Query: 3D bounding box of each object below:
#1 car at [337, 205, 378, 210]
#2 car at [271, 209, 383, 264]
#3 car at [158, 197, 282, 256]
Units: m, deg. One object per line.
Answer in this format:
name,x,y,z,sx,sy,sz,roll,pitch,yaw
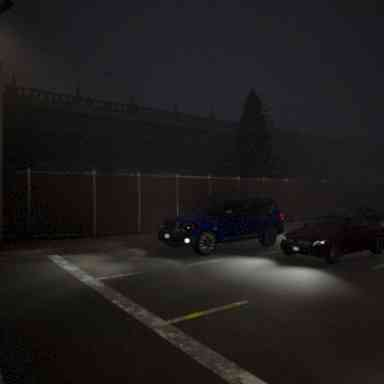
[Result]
car,9.320,1.500,19.209,5.008,1.535,1.882,0,0,-35
car,5.218,1.535,11.988,4.674,1.442,1.812,0,0,-35
car,1.360,1.227,13.543,5.566,2.045,2.150,0,0,-35
